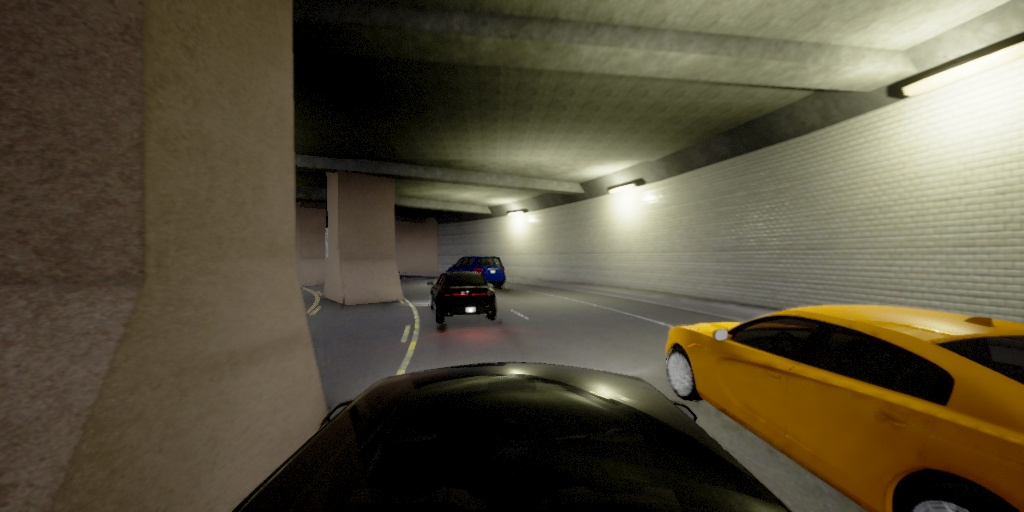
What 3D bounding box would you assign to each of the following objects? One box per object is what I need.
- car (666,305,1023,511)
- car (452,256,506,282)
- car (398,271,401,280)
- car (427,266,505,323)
[{"bbox_3d":[3.288,1.194,3.367,1.882,1.535,5.008,0,0,-2],"label":"car"},{"bbox_3d":[-2.403,1.004,22.761,2.150,2.045,5.566,0,0,-29],"label":"car"},{"bbox_3d":[-10.679,1.417,28.282,2.033,1.411,5.357,-1,0,-44],"label":"car"},{"bbox_3d":[-1.817,1.277,12.472,1.837,1.490,4.892,0,0,-15],"label":"car"}]
